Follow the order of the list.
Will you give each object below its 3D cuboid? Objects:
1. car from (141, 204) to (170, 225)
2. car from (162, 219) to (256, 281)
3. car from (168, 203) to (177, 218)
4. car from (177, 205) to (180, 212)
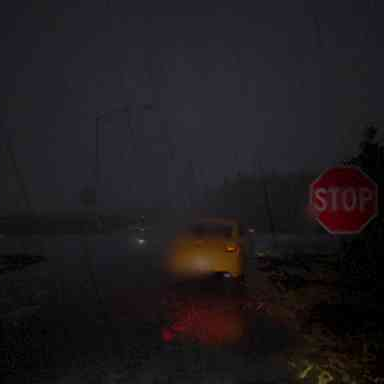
[{"bbox_3d":[-3.202,2.042,28.666,1.812,1.442,4.674,0,-1,0],"label":"car"},{"bbox_3d":[0.845,1.579,10.331,1.882,1.535,5.008,-1,-1,14],"label":"car"},{"bbox_3d":[-3.201,2.214,39.606,1.882,1.535,5.008,0,-1,0],"label":"car"},{"bbox_3d":[-3.114,2.548,55.153,1.812,1.442,4.674,0,-1,0],"label":"car"}]
